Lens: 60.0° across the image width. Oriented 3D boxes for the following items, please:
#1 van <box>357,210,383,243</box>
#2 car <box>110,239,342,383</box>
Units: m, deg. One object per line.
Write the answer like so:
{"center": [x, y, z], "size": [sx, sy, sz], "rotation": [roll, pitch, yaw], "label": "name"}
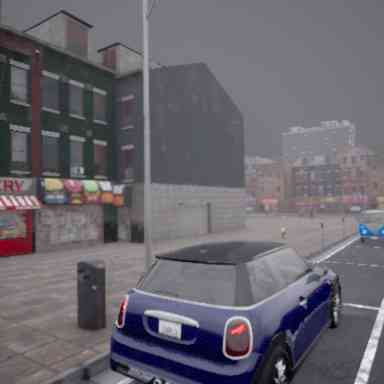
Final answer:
{"center": [10.689, 1.922, 19.142], "size": [1.690, 1.788, 3.998], "rotation": [-3, -3, 34], "label": "van"}
{"center": [0.949, 1.547, 5.359], "size": [2.097, 1.767, 4.553], "rotation": [-2, -3, 34], "label": "car"}
